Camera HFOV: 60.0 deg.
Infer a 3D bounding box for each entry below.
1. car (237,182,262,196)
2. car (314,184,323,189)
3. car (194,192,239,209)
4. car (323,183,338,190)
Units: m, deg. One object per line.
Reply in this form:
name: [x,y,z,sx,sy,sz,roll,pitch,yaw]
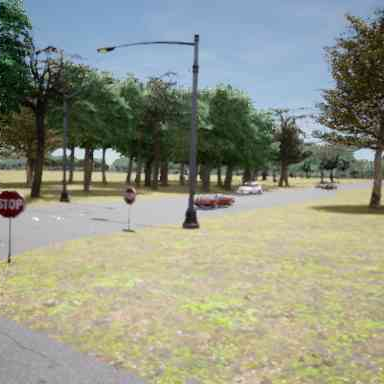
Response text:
car: [9.243,-0.445,53.288,2.150,2.045,5.566,4,5,35]
car: [33.494,-1.497,87.237,1.895,1.301,4.718,4,4,35]
car: [2.200,0.839,31.443,1.895,1.301,4.718,4,4,35]
car: [34.924,-1.451,83.000,2.097,1.767,4.553,4,4,35]
